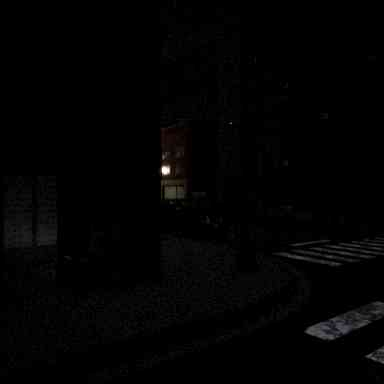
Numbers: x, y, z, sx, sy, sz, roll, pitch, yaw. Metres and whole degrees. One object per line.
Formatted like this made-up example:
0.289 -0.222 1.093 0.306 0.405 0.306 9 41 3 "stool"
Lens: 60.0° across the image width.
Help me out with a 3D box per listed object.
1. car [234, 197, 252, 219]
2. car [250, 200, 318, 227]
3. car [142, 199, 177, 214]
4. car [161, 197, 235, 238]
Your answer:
2.939 1.313 27.160 2.192 1.841 5.009 0 0 -35 "car"
6.129 1.529 22.669 1.752 1.417 4.829 0 0 -35 "car"
-3.643 1.530 36.417 1.887 1.381 4.507 0 0 -35 "car"
-0.317 1.285 17.889 2.192 1.841 5.009 0 0 -35 "car"
